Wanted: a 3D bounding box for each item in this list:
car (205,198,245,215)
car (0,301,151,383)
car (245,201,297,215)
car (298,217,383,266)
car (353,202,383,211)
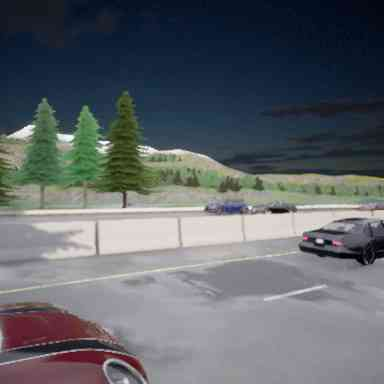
[{"bbox_3d":[3.567,1.434,34.390,4.553,1.767,2.097,1,0,-27],"label":"car"},{"bbox_3d":[-2.435,1.331,1.910,4.553,1.767,2.097,0,0,-36],"label":"car"},{"bbox_3d":[8.096,1.611,32.776,4.902,1.511,2.128,1,0,-26],"label":"car"},{"bbox_3d":[6.191,1.618,11.746,5.357,1.411,2.033,1,0,-30],"label":"car"},{"bbox_3d":[18.491,1.740,33.672,4.674,1.442,1.812,1,0,-23],"label":"car"}]
